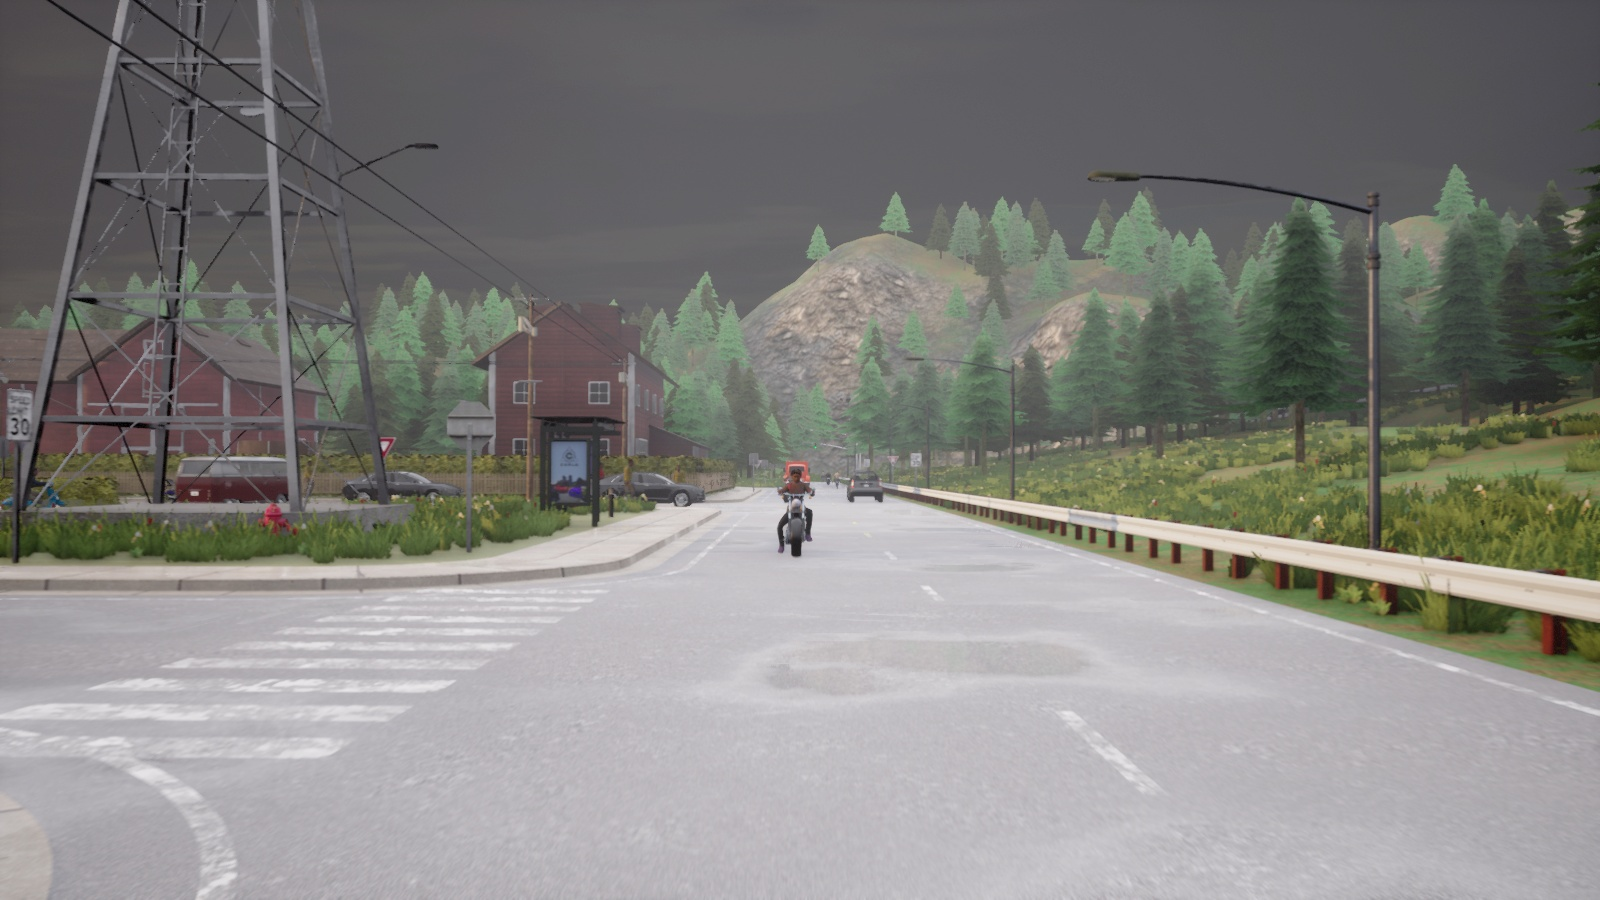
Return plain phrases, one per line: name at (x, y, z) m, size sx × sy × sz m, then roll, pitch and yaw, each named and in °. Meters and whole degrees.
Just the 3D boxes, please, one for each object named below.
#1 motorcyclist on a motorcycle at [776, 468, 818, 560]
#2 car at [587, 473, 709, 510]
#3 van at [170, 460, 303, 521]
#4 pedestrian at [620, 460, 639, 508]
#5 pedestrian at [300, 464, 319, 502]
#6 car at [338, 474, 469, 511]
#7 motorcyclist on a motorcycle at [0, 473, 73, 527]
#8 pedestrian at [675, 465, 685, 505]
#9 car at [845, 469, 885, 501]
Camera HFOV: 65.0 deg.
motorcyclist on a motorcycle at (-0.058, 1.164, 23.827) m, size 0.766 × 1.649 × 2.350 m, roll 0°, pitch -1°, yaw 0°
car at (-6.337, 1.728, 52.709) m, size 4.892 × 1.490 × 1.837 m, roll 0°, pitch -1°, yaw -1°
van at (-19.580, 1.380, 43.870) m, size 1.775 × 1.987 × 4.442 m, roll -1°, pitch -1°, yaw 16°
pedestrian at (-6.605, 1.312, 48.743) m, size 0.709 × 1.840 × 0.431 m, roll 0°, pitch -1°, yaw -7°
pedestrian at (-23.452, 1.569, 60.040) m, size 0.709 × 1.840 × 0.431 m, roll 0°, pitch -1°, yaw 0°
car at (-16.560, 1.766, 52.582) m, size 4.892 × 1.490 × 1.837 m, roll 0°, pitch -1°, yaw -1°
motorcyclist on a motorcycle at (-23.007, 1.494, 37.850) m, size 1.817 × 1.590 × 0.866 m, roll 0°, pitch -1°, yaw -36°
pedestrian at (-5.594, 1.610, 58.477) m, size 0.431 × 1.840 × 0.709 m, roll 0°, pitch -1°, yaw -1°
car at (3.341, 1.790, 65.171) m, size 1.851 × 1.617 × 3.988 m, roll 0°, pitch -1°, yaw 0°
